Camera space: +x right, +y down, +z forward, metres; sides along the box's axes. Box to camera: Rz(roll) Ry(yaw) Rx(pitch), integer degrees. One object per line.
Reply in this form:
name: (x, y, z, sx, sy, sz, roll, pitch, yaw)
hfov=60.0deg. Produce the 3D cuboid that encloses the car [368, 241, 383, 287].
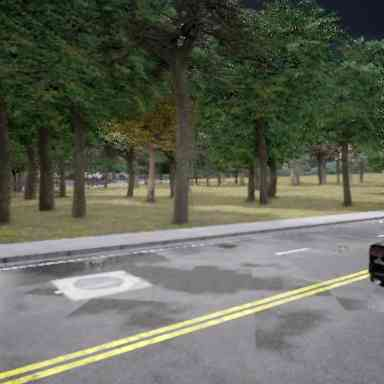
car: (6.113, 1.412, 7.806, 5.008, 1.535, 1.882, 0, 0, -36)
